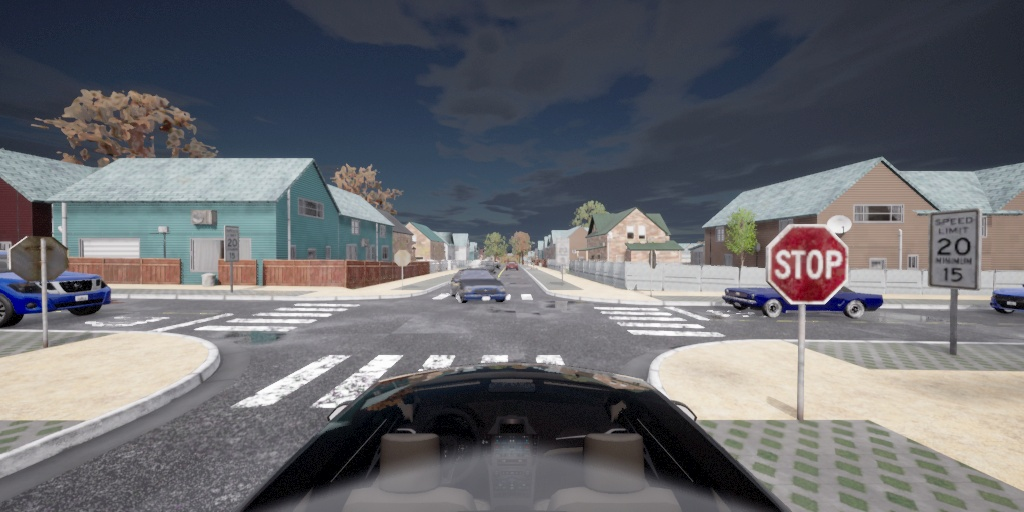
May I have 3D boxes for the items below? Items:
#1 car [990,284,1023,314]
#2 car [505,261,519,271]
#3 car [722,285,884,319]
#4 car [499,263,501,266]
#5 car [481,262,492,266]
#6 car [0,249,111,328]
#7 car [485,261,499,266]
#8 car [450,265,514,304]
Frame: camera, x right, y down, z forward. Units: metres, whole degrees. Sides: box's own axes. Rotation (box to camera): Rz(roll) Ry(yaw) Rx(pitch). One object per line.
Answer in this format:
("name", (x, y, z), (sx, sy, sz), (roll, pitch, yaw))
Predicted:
("car", (20.991, 1.520, 13.262), (5.008, 1.535, 1.882), (1, 1, 0))
("car", (-0.009, 1.481, 55.155), (1.812, 1.442, 4.674), (0, 0, 0))
("car", (10.487, 1.498, 13.221), (4.718, 1.301, 1.895), (1, 1, -1))
("car", (-2.785, 1.570, 56.836), (1.895, 1.301, 4.718), (0, -1, 0))
("car", (-2.855, 1.394, 27.664), (1.895, 1.301, 4.718), (0, 0, 0))
("car", (-15.119, 0.821, 10.282), (5.566, 2.045, 2.150), (1, 1, 0))
("car", (-2.850, 1.368, 42.254), (1.837, 1.490, 4.892), (0, -1, 0))
("car", (-1.741, 1.290, 16.462), (2.033, 1.411, 5.357), (1, -1, -16))
